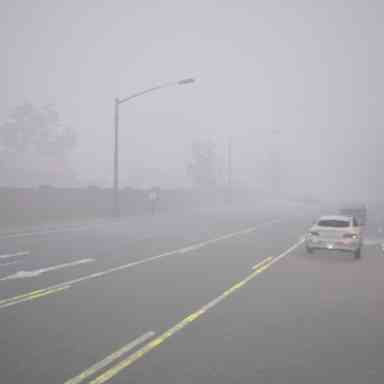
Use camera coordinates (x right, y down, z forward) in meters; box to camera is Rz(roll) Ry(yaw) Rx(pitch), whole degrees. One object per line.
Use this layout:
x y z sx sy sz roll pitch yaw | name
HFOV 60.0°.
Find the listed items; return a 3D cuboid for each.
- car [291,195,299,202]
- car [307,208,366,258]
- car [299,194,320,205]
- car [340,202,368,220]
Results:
19.572 1.237 61.359 1.895 1.301 4.718 0 1 29 | car
5.877 1.639 13.483 1.812 1.442 4.674 0 0 29 | car
18.989 1.103 52.974 2.097 1.767 4.553 0 1 28 | car
13.113 1.567 26.978 1.882 1.535 5.008 0 1 29 | car
